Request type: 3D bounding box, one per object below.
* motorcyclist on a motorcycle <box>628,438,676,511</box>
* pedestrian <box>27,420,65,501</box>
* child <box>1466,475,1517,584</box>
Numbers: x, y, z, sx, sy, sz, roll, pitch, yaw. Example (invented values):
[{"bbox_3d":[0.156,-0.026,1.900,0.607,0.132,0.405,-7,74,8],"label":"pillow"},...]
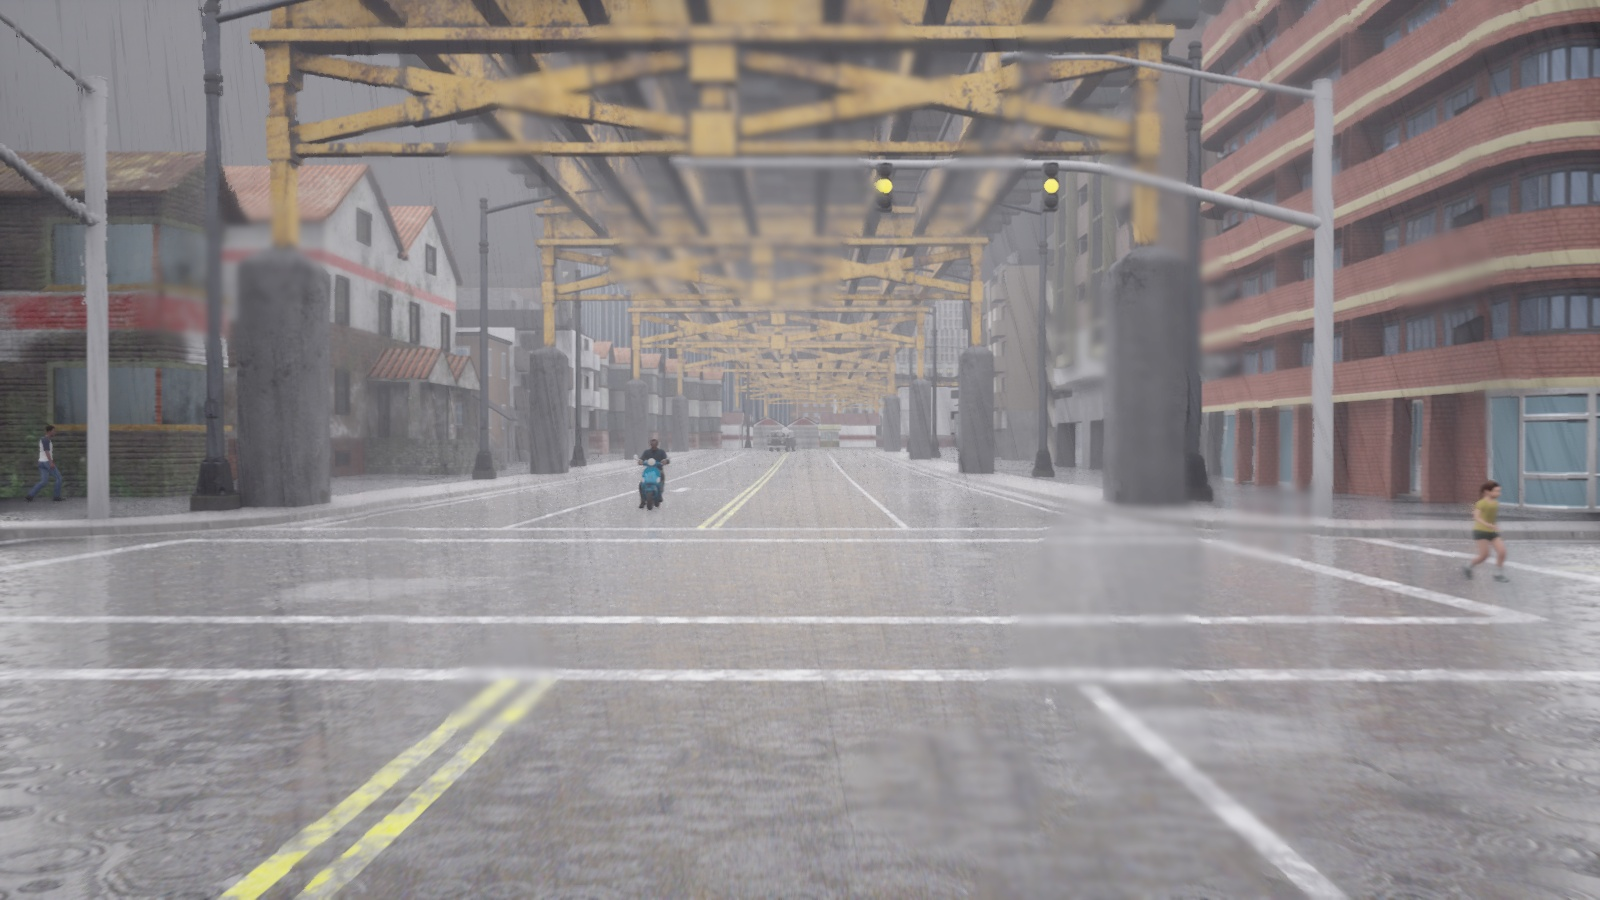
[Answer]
[{"bbox_3d":[-3.325,0.537,28.440,0.866,1.590,1.817,0,0,0],"label":"motorcyclist on a motorcycle"},{"bbox_3d":[-17.382,0.234,28.935,0.706,1.836,0.354,0,0,-39],"label":"pedestrian"},{"bbox_3d":[7.213,0.823,13.104,0.255,1.110,0.394,0,0,-20],"label":"child"}]
